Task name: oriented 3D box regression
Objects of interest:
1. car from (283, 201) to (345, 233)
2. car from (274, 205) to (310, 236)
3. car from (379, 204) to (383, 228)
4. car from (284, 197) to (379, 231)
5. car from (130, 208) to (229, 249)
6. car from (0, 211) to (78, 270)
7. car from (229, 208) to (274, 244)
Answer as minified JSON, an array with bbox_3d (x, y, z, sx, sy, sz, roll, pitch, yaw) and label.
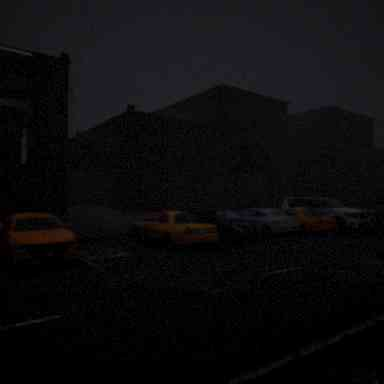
[{"bbox_3d":[5.719,1.540,19.498,1.946,1.575,5.366,1,0,-35],"label":"car"},{"bbox_3d":[3.557,1.555,17.750,2.002,1.452,4.674,1,0,-35],"label":"car"},{"bbox_3d":[10.372,1.659,22.533,2.002,1.452,4.674,1,-1,-35],"label":"car"},{"bbox_3d":[8.120,1.326,20.920,2.435,2.045,5.566,1,0,-35],"label":"car"},{"bbox_3d":[-0.995,1.481,14.787,1.946,1.575,5.366,0,0,-35],"label":"car"},{"bbox_3d":[-5.440,1.474,11.448,2.097,1.535,5.008,0,0,-35],"label":"car"},{"bbox_3d":[1.378,1.536,16.228,2.002,1.452,4.674,0,0,-35],"label":"car"}]
